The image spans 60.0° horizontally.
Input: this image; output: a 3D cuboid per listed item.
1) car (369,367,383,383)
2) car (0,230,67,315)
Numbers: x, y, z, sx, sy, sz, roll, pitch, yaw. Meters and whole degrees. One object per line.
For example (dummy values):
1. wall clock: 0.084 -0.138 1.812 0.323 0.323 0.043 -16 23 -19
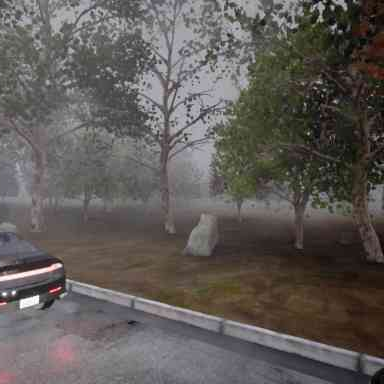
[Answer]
1. car: 3.227 1.490 1.075 4.902 1.511 2.128 0 0 36
2. car: -4.503 1.501 6.593 4.902 1.511 2.128 0 0 36
